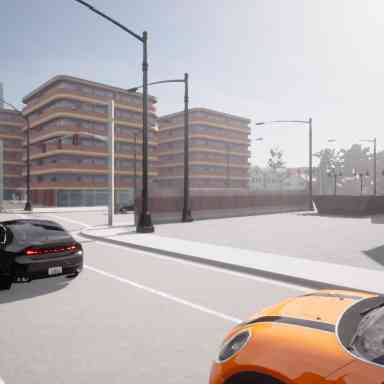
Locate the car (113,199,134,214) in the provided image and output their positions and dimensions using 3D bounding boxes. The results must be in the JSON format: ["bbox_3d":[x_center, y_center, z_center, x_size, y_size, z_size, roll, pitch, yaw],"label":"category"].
[{"bbox_3d":[-6.304,1.491,34.998,4.902,1.511,2.128,0,0,-44],"label":"car"}]

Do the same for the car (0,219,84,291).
[{"bbox_3d":[-4.708,1.505,9.187,1.837,1.490,4.892,0,0,-43],"label":"car"}]

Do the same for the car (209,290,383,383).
[{"bbox_3d":[2.302,1.352,2.314,4.553,1.767,2.097,0,0,40],"label":"car"}]
